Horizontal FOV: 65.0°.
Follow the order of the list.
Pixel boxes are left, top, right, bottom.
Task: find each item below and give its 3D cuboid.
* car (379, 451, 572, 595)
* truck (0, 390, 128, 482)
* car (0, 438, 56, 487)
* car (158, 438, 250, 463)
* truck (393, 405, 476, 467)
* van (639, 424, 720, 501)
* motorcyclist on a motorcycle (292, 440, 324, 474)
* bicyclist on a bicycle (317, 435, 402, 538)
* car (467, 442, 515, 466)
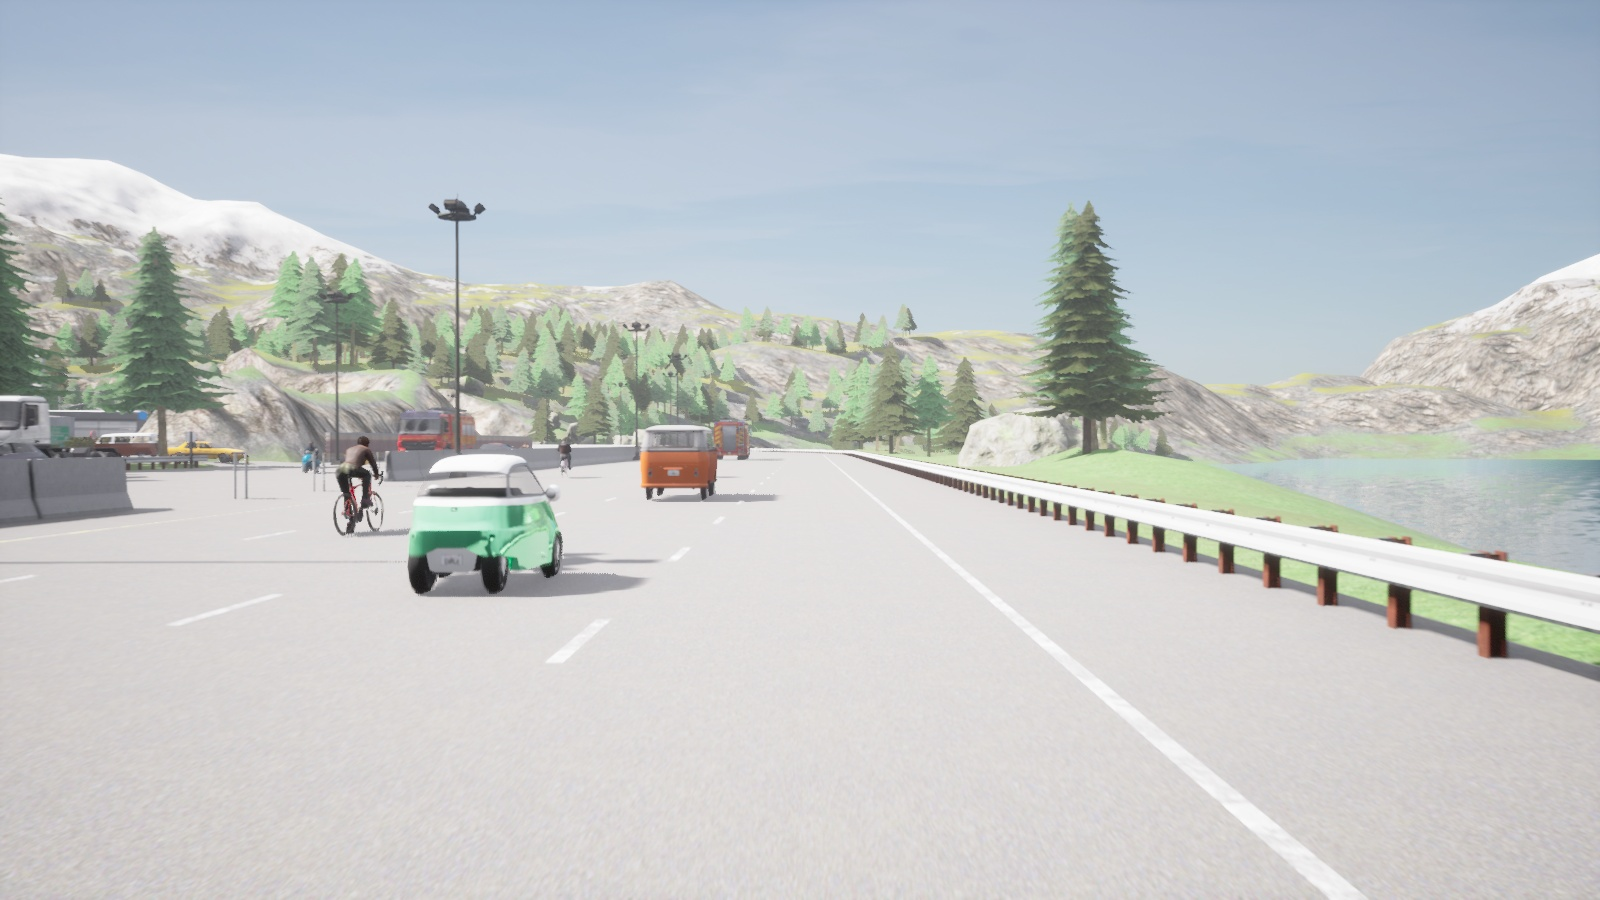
[{"bbox_3d":[-3.392,0.722,13.452,1.481,1.376,2.207,0,1,0],"label":"car"},{"bbox_3d":[-31.123,-0.551,51.455,2.891,3.462,7.936,0,0,0],"label":"truck"},{"bbox_3d":[-27.688,0.414,42.552,2.033,1.649,4.856,0,0,0],"label":"car"},{"bbox_3d":[-40.077,0.000,84.503,5.366,1.575,1.801,1,1,0],"label":"car"},{"bbox_3d":[-23.906,-0.903,82.589,2.891,3.827,8.468,0,0,0],"label":"truck"},{"bbox_3d":[-3.244,0.303,34.491,1.775,1.987,4.442,0,0,0],"label":"van"},{"bbox_3d":[-24.055,0.334,61.420,0.866,1.590,1.817,0,0,0],"label":"motorcyclist on a motorcycle"},{"bbox_3d":[-7.252,0.577,20.743,0.582,1.620,1.656,-1,0,9],"label":"bicyclist on a bicycle"},{"bbox_3d":[-20.402,0.239,83.128,1.882,1.535,5.008,0,0,0],"label":"car"}]
